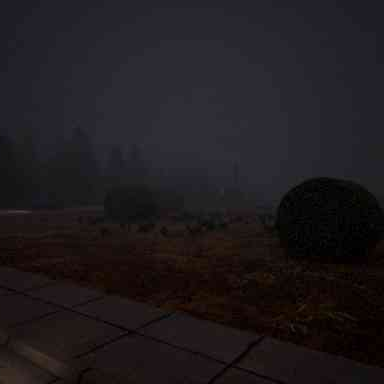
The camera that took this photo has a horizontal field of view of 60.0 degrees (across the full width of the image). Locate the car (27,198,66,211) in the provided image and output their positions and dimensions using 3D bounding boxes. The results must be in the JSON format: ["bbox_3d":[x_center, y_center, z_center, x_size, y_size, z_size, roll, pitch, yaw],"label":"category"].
[{"bbox_3d":[-17.783,1.518,40.828,1.812,1.442,4.674,0,0,37],"label":"car"}]
